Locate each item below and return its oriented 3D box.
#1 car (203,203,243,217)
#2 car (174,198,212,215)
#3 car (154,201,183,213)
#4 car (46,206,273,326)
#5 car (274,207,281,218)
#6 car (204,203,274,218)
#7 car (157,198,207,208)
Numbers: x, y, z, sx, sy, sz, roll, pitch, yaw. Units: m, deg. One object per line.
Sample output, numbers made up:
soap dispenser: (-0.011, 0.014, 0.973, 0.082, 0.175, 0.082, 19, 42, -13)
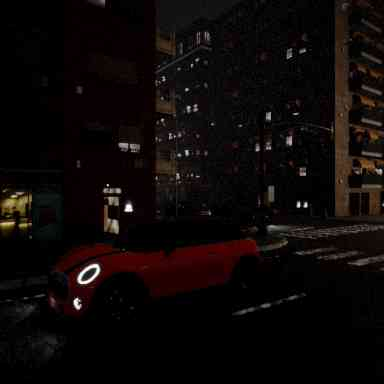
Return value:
car: (3.327, 1.899, 36.645, 1.947, 1.339, 4.313, -1, 0, -36)
car: (0.027, 1.719, 41.135, 2.192, 1.841, 5.009, -1, 0, -36)
car: (-3.262, 2.025, 45.623, 2.008, 1.369, 4.403, -1, 0, -36)
car: (-0.636, 1.352, 7.214, 4.553, 1.767, 2.097, 0, 0, -36)
car: (6.621, 1.844, 32.157, 1.802, 1.307, 4.206, -1, 0, -36)
car: (3.594, 1.779, 26.352, 2.033, 1.411, 5.357, 0, -1, -34)
car: (-0.376, 1.586, 27.068, 2.192, 1.841, 5.009, -1, 0, -36)
